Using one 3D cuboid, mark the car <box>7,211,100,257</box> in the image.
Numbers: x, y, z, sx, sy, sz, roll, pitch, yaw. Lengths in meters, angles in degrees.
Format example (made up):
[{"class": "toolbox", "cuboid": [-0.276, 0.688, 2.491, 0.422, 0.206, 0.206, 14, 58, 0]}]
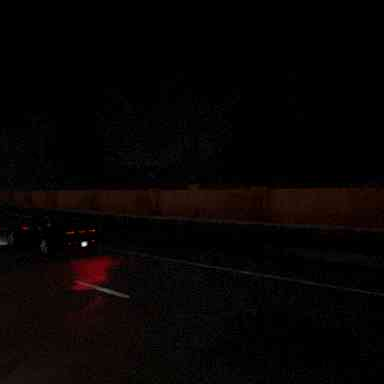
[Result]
[{"class": "car", "cuboid": [-5.565, 1.534, 13.126, 4.892, 1.490, 1.837, 1, 0, 41]}]
